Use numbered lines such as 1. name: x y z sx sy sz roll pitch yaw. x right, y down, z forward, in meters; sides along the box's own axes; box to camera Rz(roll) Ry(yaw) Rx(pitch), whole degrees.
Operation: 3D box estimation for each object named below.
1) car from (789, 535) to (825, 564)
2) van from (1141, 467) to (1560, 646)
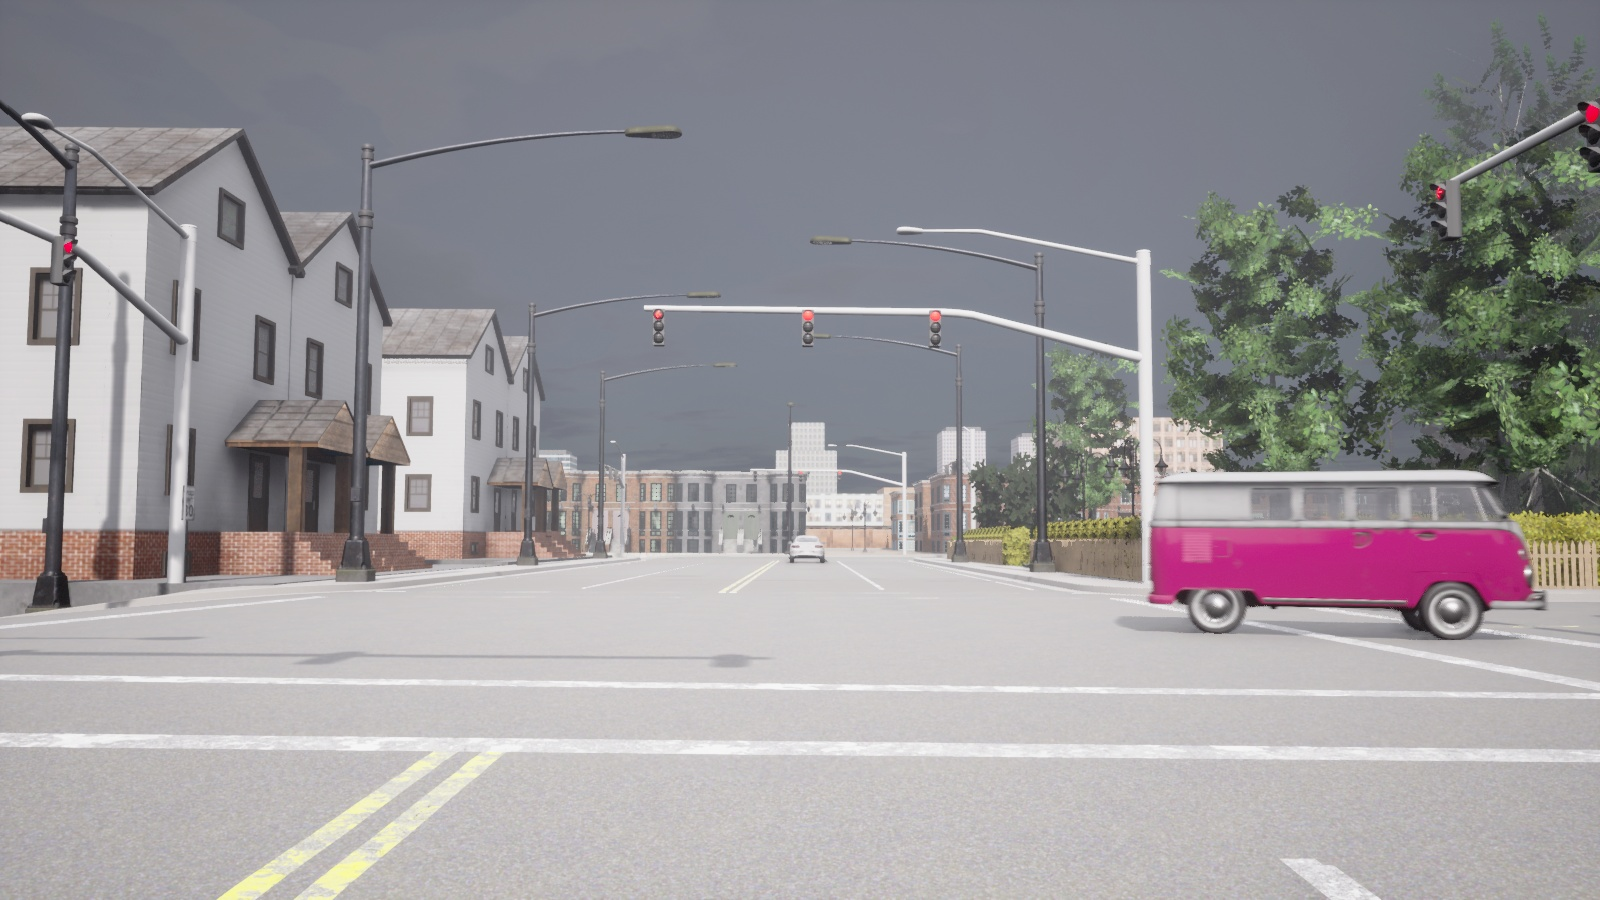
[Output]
1. car: 0.367 5.253 66.562 1.812 1.442 4.674 0 -4 0
2. van: 6.519 1.260 15.415 4.442 1.987 1.775 -1 -4 16
